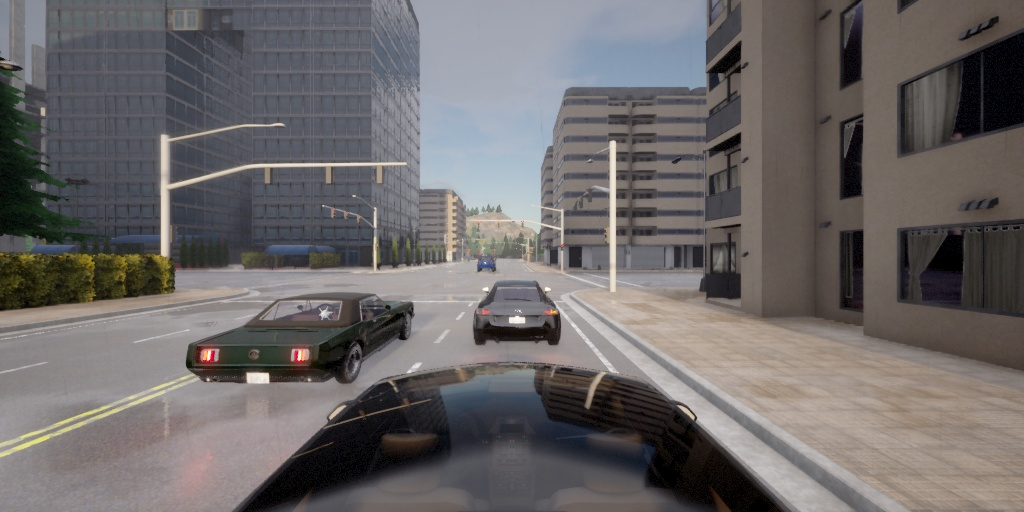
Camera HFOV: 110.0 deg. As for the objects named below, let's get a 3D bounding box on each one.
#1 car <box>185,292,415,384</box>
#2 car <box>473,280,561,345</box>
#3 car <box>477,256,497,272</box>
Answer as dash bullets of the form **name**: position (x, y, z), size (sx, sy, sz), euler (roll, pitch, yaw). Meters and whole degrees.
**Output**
- **car**: position (-3.384, 1.351, 7.025), size (1.895, 1.301, 4.718), euler (0, 0, 0)
- **car**: position (0.126, 1.314, 9.504), size (1.994, 1.385, 4.181), euler (0, 0, 1)
- **car**: position (-3.232, 0.971, 46.264), size (2.150, 2.045, 5.566), euler (0, 0, 0)
